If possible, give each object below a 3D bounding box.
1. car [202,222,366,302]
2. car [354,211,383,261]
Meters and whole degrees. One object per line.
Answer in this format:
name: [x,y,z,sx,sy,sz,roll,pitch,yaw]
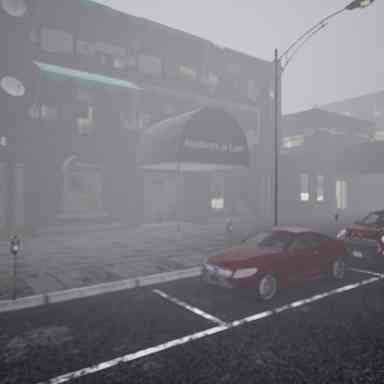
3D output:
car: [2.186,1.544,8.111,4.206,1.307,1.802,0,1,-36]
car: [6.691,1.370,11.323,4.097,1.590,1.967,0,1,-36]
